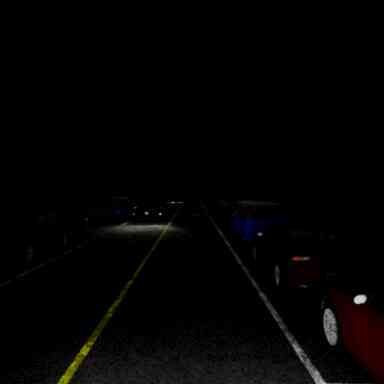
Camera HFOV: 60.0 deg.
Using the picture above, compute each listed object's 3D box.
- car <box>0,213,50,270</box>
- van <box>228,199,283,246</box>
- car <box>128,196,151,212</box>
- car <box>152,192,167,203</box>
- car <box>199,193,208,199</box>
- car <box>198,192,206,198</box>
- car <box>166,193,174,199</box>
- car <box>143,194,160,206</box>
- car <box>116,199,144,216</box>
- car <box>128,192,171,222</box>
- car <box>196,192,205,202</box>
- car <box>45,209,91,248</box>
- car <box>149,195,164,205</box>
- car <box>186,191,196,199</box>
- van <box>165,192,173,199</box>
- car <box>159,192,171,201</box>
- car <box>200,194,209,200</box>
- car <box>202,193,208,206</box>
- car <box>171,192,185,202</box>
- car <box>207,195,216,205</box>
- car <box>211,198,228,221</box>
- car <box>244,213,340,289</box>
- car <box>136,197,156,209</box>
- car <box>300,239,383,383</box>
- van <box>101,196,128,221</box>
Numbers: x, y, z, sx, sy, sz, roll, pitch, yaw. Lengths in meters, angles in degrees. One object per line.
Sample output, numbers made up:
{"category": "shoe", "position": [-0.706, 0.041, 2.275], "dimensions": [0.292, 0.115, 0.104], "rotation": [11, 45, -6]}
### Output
{"category": "car", "position": [-5.757, 1.494, 8.819], "dimensions": [1.887, 1.381, 4.507], "rotation": [0, 0, 0]}
{"category": "van", "position": [2.770, 1.258, 14.426], "dimensions": [1.690, 1.788, 3.998], "rotation": [0, 0, 0]}
{"category": "car", "position": [-5.748, 1.230, 36.827], "dimensions": [1.967, 1.590, 4.097], "rotation": [0, 0, 0]}
{"category": "car", "position": [-5.741, 0.979, 59.233], "dimensions": [2.192, 1.841, 5.009], "rotation": [0, 0, 0]}
{"category": "car", "position": [2.790, 0.984, 81.652], "dimensions": [1.967, 1.590, 4.097], "rotation": [0, 0, 0]}
{"category": "car", "position": [2.794, 0.803, 92.855], "dimensions": [2.192, 1.841, 5.009], "rotation": [0, 0, 0]}
{"category": "car", "position": [-5.734, 1.042, 87.072], "dimensions": [1.752, 1.417, 4.829], "rotation": [0, 0, 0]}
{"category": "car", "position": [-5.745, 1.167, 48.030], "dimensions": [1.967, 1.590, 4.097], "rotation": [0, 0, 0]}
{"category": "car", "position": [-5.751, 1.404, 31.226], "dimensions": [1.802, 1.307, 4.206], "rotation": [0, 0, 0]}
{"category": "car", "position": [-3.093, 1.079, 25.434], "dimensions": [2.150, 2.045, 5.566], "rotation": [0, 0, 0]}
{"category": "car", "position": [2.407, 0.987, 64.665], "dimensions": [2.097, 1.767, 4.553], "rotation": [0, 0, 0]}
{"category": "car", "position": [-5.756, 1.462, 14.421], "dimensions": [1.887, 1.381, 4.507], "rotation": [0, 0, 0]}
{"category": "car", "position": [-5.744, 1.261, 53.633], "dimensions": [1.947, 1.339, 4.313], "rotation": [0, 0, 0]}
{"category": "car", "position": [0.026, 0.860, 83.479], "dimensions": [1.882, 1.535, 5.008], "rotation": [0, 0, 0]}
{"category": "van", "position": [-5.735, 0.885, 81.639], "dimensions": [1.690, 1.788, 3.998], "rotation": [0, 0, 0]}
{"category": "car", "position": [-5.738, 0.918, 70.437], "dimensions": [2.192, 1.841, 5.009], "rotation": [0, 0, 0]}
{"category": "car", "position": [2.788, 1.124, 76.050], "dimensions": [2.008, 1.369, 4.403], "rotation": [0, 0, 0]}
{"category": "car", "position": [2.780, 1.271, 48.040], "dimensions": [1.887, 1.381, 4.507], "rotation": [0, 0, 0]}
{"category": "car", "position": [-2.997, 1.182, 64.454], "dimensions": [2.033, 1.411, 5.357], "rotation": [0, 0, 1]}
{"category": "car", "position": [2.775, 1.262, 31.233], "dimensions": [1.967, 1.590, 4.097], "rotation": [0, 0, 0]}
{"category": "car", "position": [2.773, 1.398, 25.632], "dimensions": [1.887, 1.381, 4.507], "rotation": [0, 0, 0]}
{"category": "car", "position": [2.768, 1.494, 8.825], "dimensions": [1.887, 1.381, 4.507], "rotation": [0, 0, 0]}
{"category": "car", "position": [-5.747, 1.324, 42.430], "dimensions": [1.947, 1.339, 4.313], "rotation": [0, 0, 0]}
{"category": "car", "position": [2.766, 1.526, 3.224], "dimensions": [1.887, 1.381, 4.507], "rotation": [0, 0, 0]}
{"category": "van", "position": [-5.751, 1.194, 25.624], "dimensions": [1.690, 1.788, 3.998], "rotation": [0, 0, 0]}
